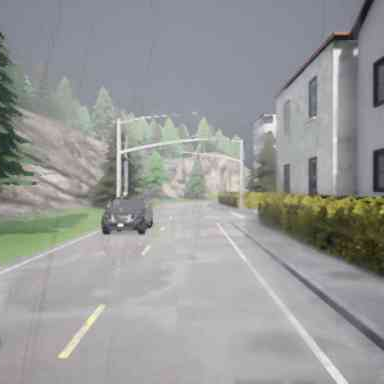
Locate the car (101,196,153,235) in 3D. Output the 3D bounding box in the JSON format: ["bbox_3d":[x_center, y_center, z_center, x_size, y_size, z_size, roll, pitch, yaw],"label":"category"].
[{"bbox_3d":[-3.503,1.256,19.033,2.150,2.045,5.566,0,0,0],"label":"car"}]
